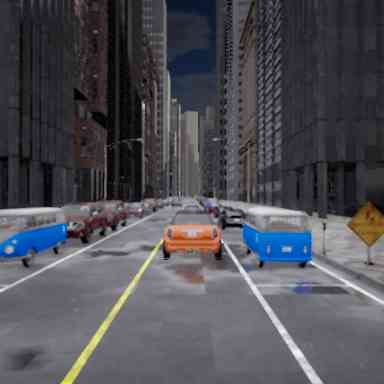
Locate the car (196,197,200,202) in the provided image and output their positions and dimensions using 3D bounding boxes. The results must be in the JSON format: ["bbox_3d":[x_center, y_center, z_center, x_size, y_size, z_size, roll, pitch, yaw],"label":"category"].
[{"bbox_3d":[2.778,2.166,78.853,2.192,1.841,5.009,0,-1,0],"label":"car"}]

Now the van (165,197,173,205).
[{"bbox_3d":[-5.747,2.256,84.451,1.690,1.788,3.998,0,-1,0],"label":"van"}]

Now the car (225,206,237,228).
[{"bbox_3d":[2.768,1.803,22.763,1.947,1.339,4.313,0,-1,0],"label":"car"}]

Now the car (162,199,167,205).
[{"bbox_3d":[-5.751,2.164,56.403,1.947,1.339,4.313,0,-1,0],"label":"car"}]

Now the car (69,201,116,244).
[{"bbox_3d":[-5.758,1.492,17.142,2.192,1.841,5.009,0,-1,0],"label":"car"}]

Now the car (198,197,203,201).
[{"bbox_3d":[2.776,2.369,73.242,1.802,1.307,4.206,0,-1,0],"label":"car"}]

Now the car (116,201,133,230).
[{"bbox_3d":[-5.757,1.551,22.750,2.192,1.841,5.009,0,-1,0],"label":"car"}]

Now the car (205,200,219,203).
[{"bbox_3d":[2.771,1.961,39.590,1.887,1.381,4.507,0,-1,0],"label":"car"}]

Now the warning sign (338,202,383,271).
[{"bbox_3d":[5.067,1.215,9.540,1.300,1.860,1.060,0,-1,0],"label":"warning sign"}]

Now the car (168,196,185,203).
[{"bbox_3d":[-3.005,2.051,65.411,2.097,1.767,4.553,0,-1,0],"label":"car"}]

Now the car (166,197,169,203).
[{"bbox_3d":[-5.749,2.274,67.622,2.008,1.369,4.403,0,-1,0],"label":"car"}]

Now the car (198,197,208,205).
[{"bbox_3d":[2.779,2.231,84.462,2.192,1.841,5.009,0,-1,0],"label":"car"}]

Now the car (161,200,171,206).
[{"bbox_3d":[-5.749,2.369,73.231,1.802,1.307,4.206,0,-1,0],"label":"car"}]

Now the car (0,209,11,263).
[{"bbox_3d":[-5.760,1.376,5.924,2.192,1.841,5.009,0,-1,0],"label":"car"}]

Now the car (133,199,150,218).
[{"bbox_3d":[-5.755,1.796,33.968,1.967,1.590,4.097,0,-1,0],"label":"car"}]

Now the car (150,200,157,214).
[{"bbox_3d":[-5.754,1.966,39.576,2.008,1.369,4.403,0,-1,0],"label":"car"}]

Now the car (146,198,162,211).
[{"bbox_3d":[-5.753,1.791,45.188,2.192,1.841,5.009,0,-1,0],"label":"car"}]

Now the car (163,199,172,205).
[{"bbox_3d":[-5.748,2.374,78.670,1.752,1.417,4.829,0,-1,0],"label":"car"}]

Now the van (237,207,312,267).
[{"bbox_3d":[2.766,1.461,11.548,1.690,1.788,3.998,0,-1,0],"label":"van"}]

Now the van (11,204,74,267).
[{"bbox_3d":[-5.759,1.460,11.532,1.690,1.788,3.998,0,-1,0],"label":"van"}]

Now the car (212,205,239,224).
[{"bbox_3d":[2.769,1.862,28.372,1.947,1.339,4.313,0,-1,0],"label":"car"}]

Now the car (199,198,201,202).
[{"bbox_3d":[2.775,2.227,62.024,1.947,1.339,4.313,0,-1,0],"label":"car"}]

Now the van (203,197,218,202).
[{"bbox_3d":[2.772,1.818,45.201,1.690,1.788,3.998,0,-1,0],"label":"van"}]

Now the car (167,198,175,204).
[{"bbox_3d":[-5.746,2.419,90.059,1.967,1.590,4.097,0,-1,0],"label":"car"}]

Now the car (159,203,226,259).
[{"bbox_3d":[0.026,1.490,13.430,2.097,1.767,4.553,0,-1,0],"label":"car"}]

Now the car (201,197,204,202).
[{"bbox_3d":[2.773,1.977,50.808,1.967,1.590,4.097,0,-1,0],"label":"car"}]
